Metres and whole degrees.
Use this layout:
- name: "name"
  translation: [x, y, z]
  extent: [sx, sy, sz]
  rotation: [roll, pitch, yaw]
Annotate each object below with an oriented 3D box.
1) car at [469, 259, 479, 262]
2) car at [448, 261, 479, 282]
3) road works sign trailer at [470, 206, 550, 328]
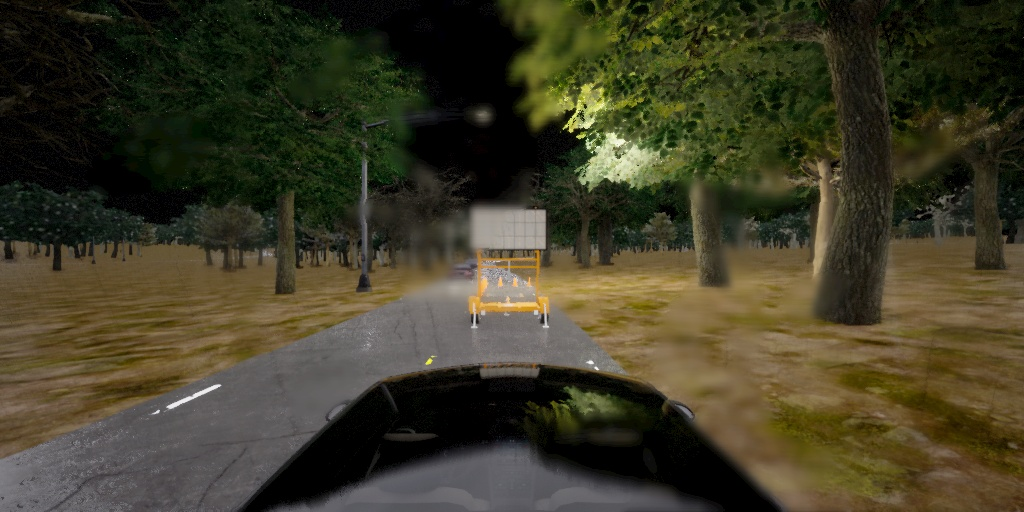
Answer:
- name: "car"
  translation: [-5.864, 1.257, 55.061]
  extent: [2.097, 1.767, 4.553]
  rotation: [0, 0, -5]
- name: "car"
  translation: [-3.961, 1.357, 29.059]
  extent: [1.994, 1.385, 4.181]
  rotation: [0, 0, -3]
- name: "road works sign trailer"
  translation: [-0.093, 0.224, 11.424]
  extent: [2.380, 3.560, 2.880]
  rotation: [0, 0, -2]
